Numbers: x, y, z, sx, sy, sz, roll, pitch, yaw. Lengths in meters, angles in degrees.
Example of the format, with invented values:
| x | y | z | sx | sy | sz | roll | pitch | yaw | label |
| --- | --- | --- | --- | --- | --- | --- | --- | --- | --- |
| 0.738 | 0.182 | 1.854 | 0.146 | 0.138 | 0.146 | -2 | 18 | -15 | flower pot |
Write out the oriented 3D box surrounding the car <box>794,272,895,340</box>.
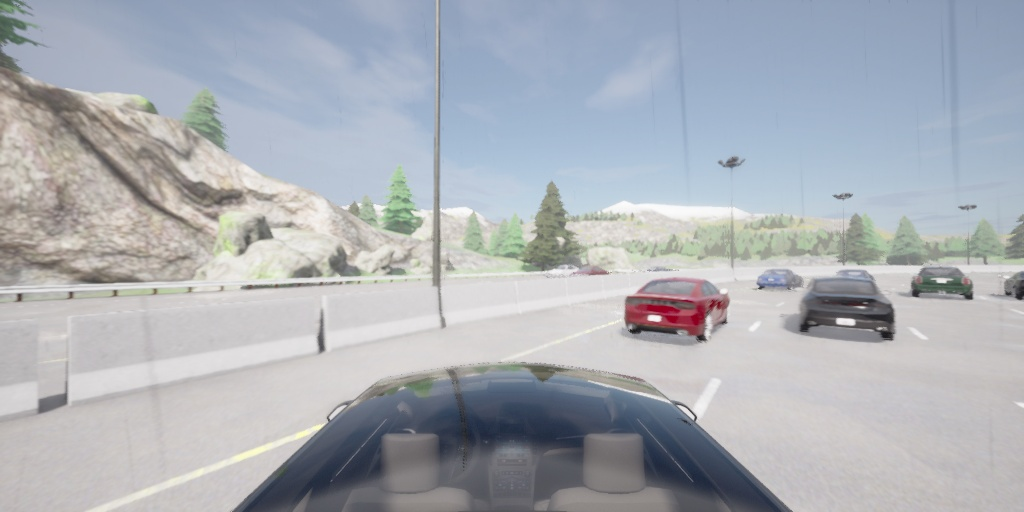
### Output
| x | y | z | sx | sy | sz | roll | pitch | yaw | label |
| --- | --- | --- | --- | --- | --- | --- | --- | --- | --- |
| 9.672 | 1.372 | 10.561 | 1.837 | 1.490 | 4.892 | -1 | -1 | 40 | car |

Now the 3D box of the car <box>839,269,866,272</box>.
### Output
| x | y | z | sx | sy | sz | roll | pitch | yaw | label |
| --- | --- | --- | --- | --- | --- | --- | --- | --- | --- |
| 22.674 | 1.587 | 23.817 | 5.357 | 1.411 | 2.033 | 1 | -1 | -42 | car |

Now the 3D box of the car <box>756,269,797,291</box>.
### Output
| x | y | z | sx | sy | sz | roll | pitch | yaw | label |
| --- | --- | --- | --- | --- | --- | --- | --- | --- | --- |
| 18.546 | 1.591 | 24.802 | 5.357 | 1.411 | 2.033 | 1 | -1 | -42 | car |

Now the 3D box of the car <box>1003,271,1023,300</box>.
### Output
| x | y | z | sx | sy | sz | roll | pitch | yaw | label |
| --- | --- | --- | --- | --- | --- | --- | --- | --- | --- |
| 27.408 | 1.467 | 18.621 | 5.008 | 1.535 | 1.882 | 1 | -1 | -42 | car |

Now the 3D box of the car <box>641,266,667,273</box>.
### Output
| x | y | z | sx | sy | sz | roll | pitch | yaw | label |
| --- | --- | --- | --- | --- | --- | --- | --- | --- | --- |
| 14.359 | 1.721 | 35.316 | 4.181 | 1.385 | 1.994 | 1 | -1 | -41 | car |

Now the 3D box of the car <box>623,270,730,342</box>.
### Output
| x | y | z | sx | sy | sz | roll | pitch | yaw | label |
| --- | --- | --- | --- | --- | --- | --- | --- | --- | --- |
| 4.904 | 1.334 | 10.330 | 1.882 | 1.535 | 5.008 | -1 | -1 | 39 | car |

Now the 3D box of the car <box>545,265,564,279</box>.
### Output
| x | y | z | sx | sy | sz | roll | pitch | yaw | label |
| --- | --- | --- | --- | --- | --- | --- | --- | --- | --- |
| 5.352 | 1.681 | 36.605 | 4.674 | 1.442 | 1.812 | 1 | -1 | -43 | car |

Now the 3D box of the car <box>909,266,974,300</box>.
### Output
| x | y | z | sx | sy | sz | roll | pitch | yaw | label |
| --- | --- | --- | --- | --- | --- | --- | --- | --- | --- |
| 23.781 | 1.351 | 20.001 | 4.553 | 1.767 | 2.097 | 1 | -1 | -43 | car |

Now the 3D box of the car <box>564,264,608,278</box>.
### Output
| x | y | z | sx | sy | sz | roll | pitch | yaw | label |
| --- | --- | --- | --- | --- | --- | --- | --- | --- | --- |
| 7.265 | 1.650 | 33.610 | 4.674 | 1.442 | 1.812 | 1 | -1 | -43 | car |
